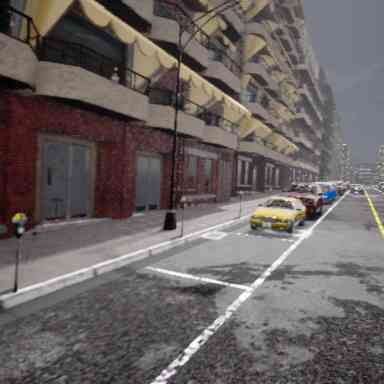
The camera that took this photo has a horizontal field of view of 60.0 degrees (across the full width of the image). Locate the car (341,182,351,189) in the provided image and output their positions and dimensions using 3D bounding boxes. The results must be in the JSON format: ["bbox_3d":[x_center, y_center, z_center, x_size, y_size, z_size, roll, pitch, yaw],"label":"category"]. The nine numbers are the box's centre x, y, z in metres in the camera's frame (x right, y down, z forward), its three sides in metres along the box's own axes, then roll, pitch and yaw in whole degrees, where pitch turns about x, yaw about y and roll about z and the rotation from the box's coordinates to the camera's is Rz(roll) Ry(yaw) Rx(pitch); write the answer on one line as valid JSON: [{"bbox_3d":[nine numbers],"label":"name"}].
[{"bbox_3d":[36.372,-1.499,78.454,1.887,1.381,4.507,6,4,27],"label":"car"}]

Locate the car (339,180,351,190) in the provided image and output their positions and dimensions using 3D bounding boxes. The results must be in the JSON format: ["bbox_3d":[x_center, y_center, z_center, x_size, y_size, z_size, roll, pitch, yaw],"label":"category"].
[{"bbox_3d":[33.890,-1.560,73.506,2.192,1.841,5.009,6,4,27],"label":"car"}]

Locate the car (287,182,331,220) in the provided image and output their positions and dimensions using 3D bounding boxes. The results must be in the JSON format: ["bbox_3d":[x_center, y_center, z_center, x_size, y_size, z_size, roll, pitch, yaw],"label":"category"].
[{"bbox_3d":[6.422,0.399,19.262,2.192,1.841,5.009,6,5,27],"label":"car"}]

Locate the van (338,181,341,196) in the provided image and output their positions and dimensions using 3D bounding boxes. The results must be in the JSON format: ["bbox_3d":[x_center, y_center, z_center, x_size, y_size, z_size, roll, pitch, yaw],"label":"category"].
[{"bbox_3d":[13.912,-0.129,34.056,1.690,1.788,3.998,6,5,27],"label":"van"}]

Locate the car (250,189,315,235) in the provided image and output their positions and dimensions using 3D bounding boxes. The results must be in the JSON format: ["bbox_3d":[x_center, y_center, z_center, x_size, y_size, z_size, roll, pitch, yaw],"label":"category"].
[{"bbox_3d":[3.833,0.803,14.194,1.752,1.417,4.829,6,5,27],"label":"car"}]

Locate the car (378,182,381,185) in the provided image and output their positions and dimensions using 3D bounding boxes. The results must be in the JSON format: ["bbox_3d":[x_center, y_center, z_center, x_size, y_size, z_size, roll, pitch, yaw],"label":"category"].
[{"bbox_3d":[45.851,-1.368,79.801,2.192,1.841,5.009,6,4,27],"label":"car"}]

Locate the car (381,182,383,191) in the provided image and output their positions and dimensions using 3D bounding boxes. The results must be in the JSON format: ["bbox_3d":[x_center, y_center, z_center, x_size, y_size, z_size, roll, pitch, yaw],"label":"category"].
[{"bbox_3d":[35.854,-0.570,60.078,1.967,1.590,4.097,6,4,27],"label":"car"}]

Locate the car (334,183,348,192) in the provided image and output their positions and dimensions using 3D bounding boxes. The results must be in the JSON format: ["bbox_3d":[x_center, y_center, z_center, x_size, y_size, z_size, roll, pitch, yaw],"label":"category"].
[{"bbox_3d":[26.384,-0.796,58.729,1.947,1.339,4.313,6,4,27],"label":"car"}]

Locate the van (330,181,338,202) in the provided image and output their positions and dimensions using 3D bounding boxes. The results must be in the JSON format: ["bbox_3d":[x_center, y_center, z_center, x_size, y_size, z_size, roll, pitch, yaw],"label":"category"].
[{"bbox_3d":[11.414,0.053,29.123,1.690,1.788,3.998,6,5,27],"label":"van"}]

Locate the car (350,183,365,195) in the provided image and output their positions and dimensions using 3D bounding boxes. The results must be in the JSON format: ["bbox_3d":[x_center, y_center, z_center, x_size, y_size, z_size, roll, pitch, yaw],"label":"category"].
[{"bbox_3d":[24.916,-0.436,50.195,2.128,1.511,4.902,4,4,27],"label":"car"}]

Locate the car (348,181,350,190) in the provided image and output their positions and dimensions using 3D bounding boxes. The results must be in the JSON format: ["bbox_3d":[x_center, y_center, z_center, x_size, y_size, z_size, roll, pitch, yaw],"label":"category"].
[{"bbox_3d":[21.405,-0.693,48.847,2.192,1.841,5.009,6,5,27],"label":"car"}]

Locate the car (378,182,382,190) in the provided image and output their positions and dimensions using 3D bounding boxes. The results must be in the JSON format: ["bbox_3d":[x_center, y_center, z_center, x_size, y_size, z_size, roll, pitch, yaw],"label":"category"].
[{"bbox_3d":[40.840,-0.770,69.953,1.802,1.307,4.206,6,4,27],"label":"car"}]

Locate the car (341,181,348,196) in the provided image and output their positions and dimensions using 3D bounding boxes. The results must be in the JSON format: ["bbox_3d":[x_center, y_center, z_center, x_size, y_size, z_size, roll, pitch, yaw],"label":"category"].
[{"bbox_3d":[18.908,-0.515,43.916,2.192,1.841,5.009,6,5,27],"label":"car"}]
